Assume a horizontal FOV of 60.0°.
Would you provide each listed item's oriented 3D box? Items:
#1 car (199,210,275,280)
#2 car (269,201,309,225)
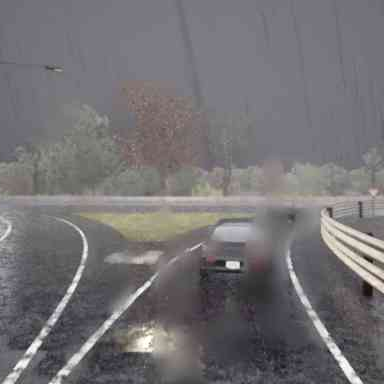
[{"bbox_3d":[1.378,1.472,9.774,1.812,1.442,4.674,0,0,11],"label":"car"},{"bbox_3d":[6.882,1.358,23.490,1.882,1.535,5.008,0,0,30],"label":"car"}]
